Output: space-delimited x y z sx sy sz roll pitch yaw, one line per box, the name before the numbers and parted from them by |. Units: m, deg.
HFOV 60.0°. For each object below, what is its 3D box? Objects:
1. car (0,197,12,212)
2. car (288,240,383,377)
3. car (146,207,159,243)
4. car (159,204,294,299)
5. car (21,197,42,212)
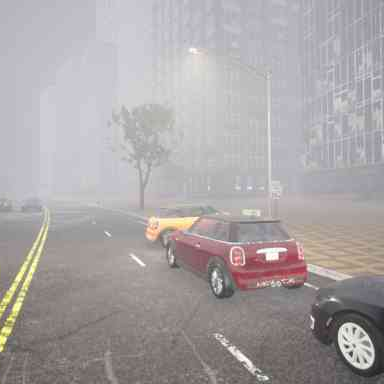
car | -21.883 1.390 38.042 2.097 1.767 4.553 0 0 -24
car | 3.607 1.505 3.406 1.837 1.490 4.892 0 0 -36
car | 0.335 1.276 14.488 4.553 1.767 2.097 -3 1 -18
car | 0.861 1.355 8.871 2.097 1.767 4.553 0 0 -22
car | -18.917 1.392 39.371 2.097 1.767 4.553 0 0 -24
